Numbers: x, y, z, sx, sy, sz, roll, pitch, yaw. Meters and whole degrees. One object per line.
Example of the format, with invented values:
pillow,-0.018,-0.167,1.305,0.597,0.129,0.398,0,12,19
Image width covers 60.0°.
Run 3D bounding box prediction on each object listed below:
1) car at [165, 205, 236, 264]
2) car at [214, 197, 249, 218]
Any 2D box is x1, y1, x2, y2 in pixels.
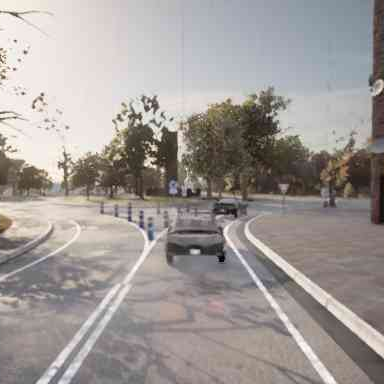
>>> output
car,0.151,1.423,11.636,2.128,1.511,4.902,0,1,2
car,3.251,1.162,27.069,1.882,1.535,5.008,1,1,23
